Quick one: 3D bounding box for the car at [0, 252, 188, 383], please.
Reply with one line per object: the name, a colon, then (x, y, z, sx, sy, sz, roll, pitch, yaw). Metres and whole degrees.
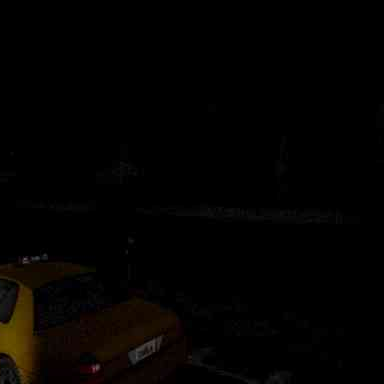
car: (-2.333, 1.525, 4.625, 4.829, 1.417, 1.752, 0, 0, 35)
